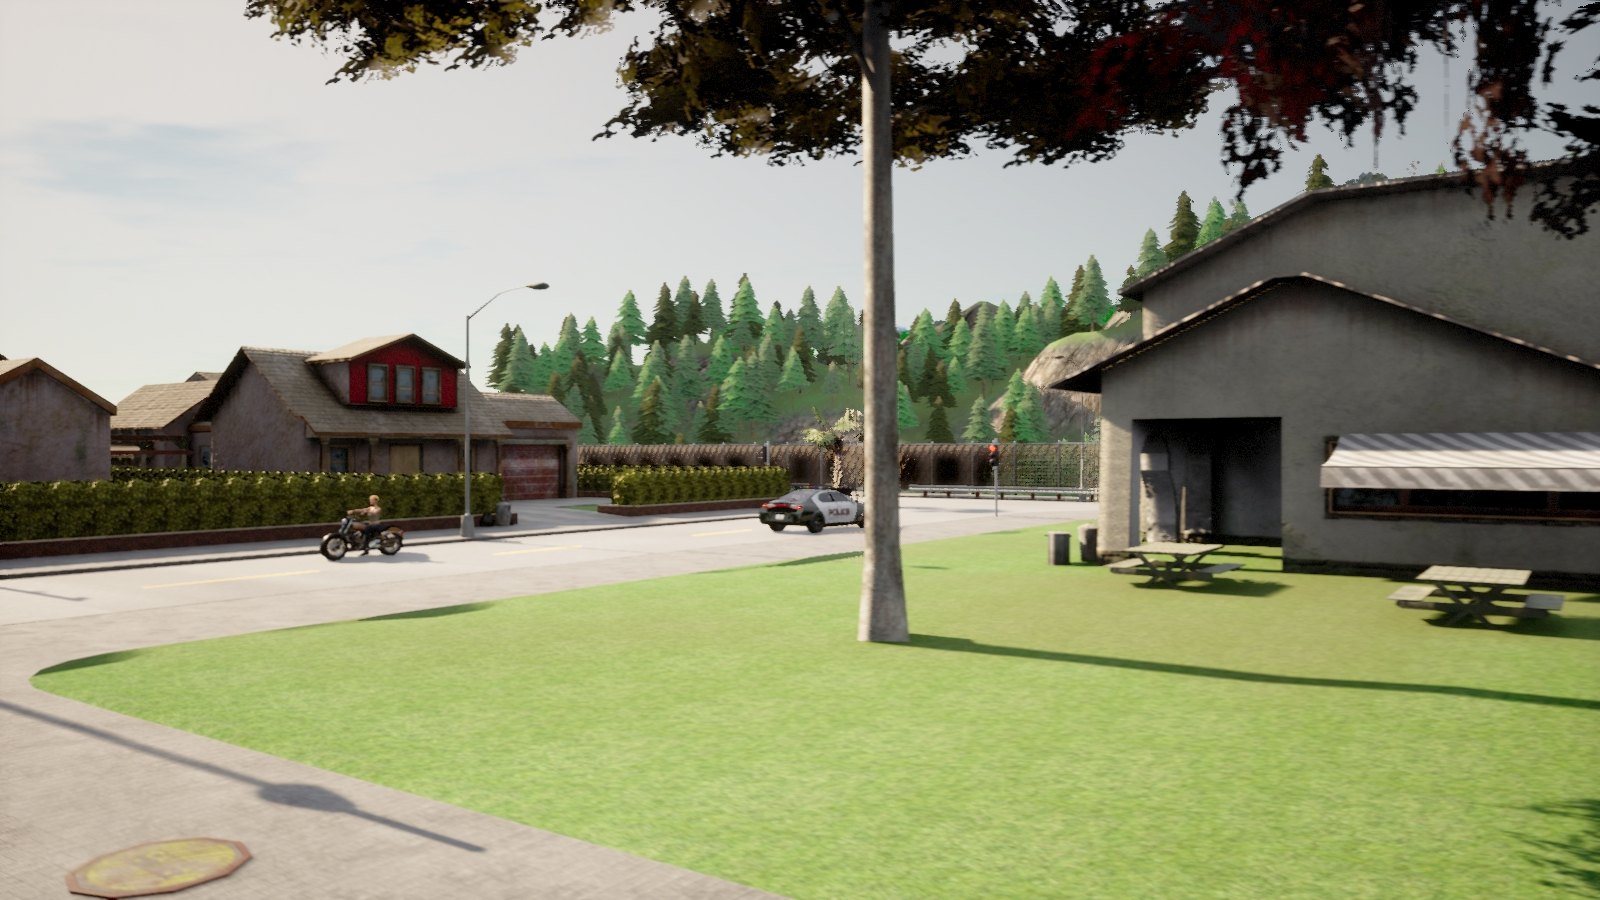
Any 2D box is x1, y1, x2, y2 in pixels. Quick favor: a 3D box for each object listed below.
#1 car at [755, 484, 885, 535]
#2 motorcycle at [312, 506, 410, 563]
[{"bbox_3d":[0.789,2.054,40.338,2.038,1.542,4.974,0,0,37],"label":"car"},{"bbox_3d":[-11.429,2.174,29.841,0.764,1.307,2.356,0,0,35],"label":"motorcycle"}]
